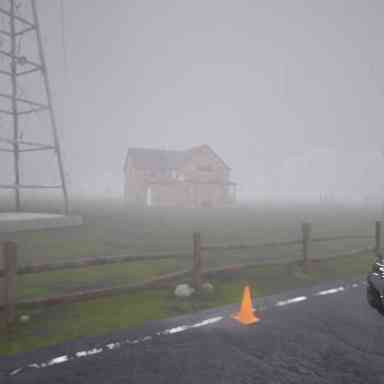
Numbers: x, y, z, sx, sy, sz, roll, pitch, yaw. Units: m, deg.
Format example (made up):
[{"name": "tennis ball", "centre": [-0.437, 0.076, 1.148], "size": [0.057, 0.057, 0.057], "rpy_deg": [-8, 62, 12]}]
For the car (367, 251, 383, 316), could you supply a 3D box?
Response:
[{"name": "car", "centre": [5.693, 1.321, 6.334], "size": [5.566, 2.045, 2.150], "rpy_deg": [1, 0, -33]}]

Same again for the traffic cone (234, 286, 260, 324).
[{"name": "traffic cone", "centre": [0.991, 1.999, 5.993], "size": [0.340, 0.580, 0.340], "rpy_deg": [1, 0, -34]}]
